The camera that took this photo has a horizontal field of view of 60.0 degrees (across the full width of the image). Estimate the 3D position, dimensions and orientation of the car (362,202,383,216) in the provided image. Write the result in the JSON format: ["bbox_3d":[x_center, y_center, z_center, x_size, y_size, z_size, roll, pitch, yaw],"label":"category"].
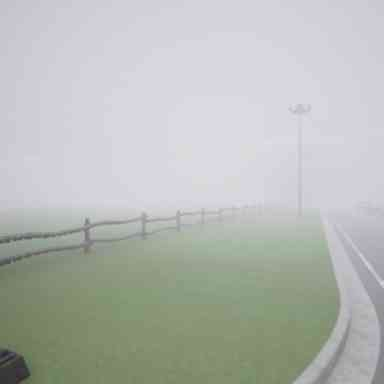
[{"bbox_3d":[23.303,2.292,42.386,1.895,1.301,4.718,0,-1,21],"label":"car"}]

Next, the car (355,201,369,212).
[{"bbox_3d":[26.858,2.191,51.987,2.097,1.767,4.553,0,-1,21],"label":"car"}]
